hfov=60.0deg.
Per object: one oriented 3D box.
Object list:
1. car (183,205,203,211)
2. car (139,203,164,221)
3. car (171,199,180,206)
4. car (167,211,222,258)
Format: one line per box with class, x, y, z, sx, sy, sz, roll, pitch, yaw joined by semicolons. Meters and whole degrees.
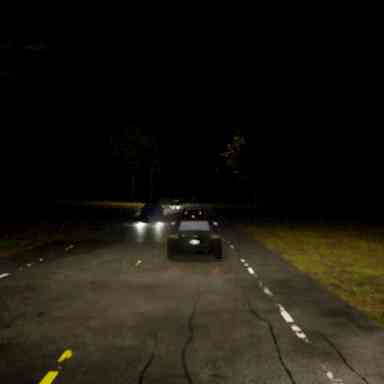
car;0.096;1.905;31.151;1.895;1.301;4.718;0;-1;0
car;-3.600;1.771;30.108;1.882;1.535;5.008;0;-1;0
car;-3.502;2.263;70.700;2.128;1.511;4.902;0;-1;0
car;0.091;1.687;13.261;1.994;1.385;4.181;0;-1;0
